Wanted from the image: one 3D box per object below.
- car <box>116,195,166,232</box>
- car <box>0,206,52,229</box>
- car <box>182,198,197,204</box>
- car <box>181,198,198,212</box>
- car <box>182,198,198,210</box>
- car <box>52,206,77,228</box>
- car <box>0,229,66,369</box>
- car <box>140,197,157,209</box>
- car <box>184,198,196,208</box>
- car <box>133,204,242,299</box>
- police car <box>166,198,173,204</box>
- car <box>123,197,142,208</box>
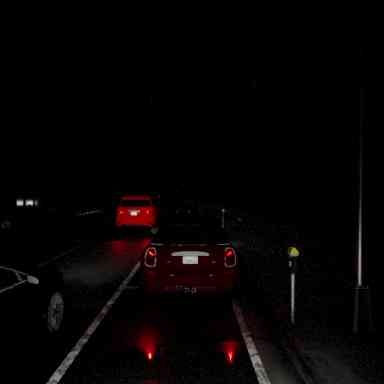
[{"bbox_3d":[-3.043,1.217,20.131,2.150,2.045,5.566,0,0,0],"label":"car"},{"bbox_3d":[-8.823,1.435,16.181,1.967,1.590,4.097,-1,0,0],"label":"car"},{"bbox_3d":[-0.280,1.537,32.939,2.008,1.369,4.403,-1,0,0],"label":"car"},{"bbox_3d":[-0.279,1.507,38.694,1.752,1.417,4.829,-1,0,0],"label":"car"},{"bbox_3d":[-0.277,1.543,44.111,1.947,1.339,4.313,-1,0,0],"label":"car"},{"bbox_3d":[-8.821,1.575,21.767,1.802,1.307,4.206,-1,0,0],"label":"car"},{"bbox_3d":[-3.047,1.489,3.743,2.128,1.511,4.902,0,0,0],"label":"car"},{"bbox_3d":[-6.145,1.535,47.567,1.837,1.490,4.892,0,0,0],"label":"car"},{"bbox_3d":[-0.276,1.554,49.696,1.802,1.307,4.206,-1,0,0],"label":"car"},{"bbox_3d":[-0.033,1.350,8.622,2.097,1.767,4.553,0,0,0],"label":"car"},{"bbox_3d":[-3.146,1.409,36.193,1.930,1.638,5.238,0,0,0],"label":"police car"},{"bbox_3d":[-8.821,1.516,49.695,1.887,1.381,4.507,-1,0,0],"label":"car"}]
